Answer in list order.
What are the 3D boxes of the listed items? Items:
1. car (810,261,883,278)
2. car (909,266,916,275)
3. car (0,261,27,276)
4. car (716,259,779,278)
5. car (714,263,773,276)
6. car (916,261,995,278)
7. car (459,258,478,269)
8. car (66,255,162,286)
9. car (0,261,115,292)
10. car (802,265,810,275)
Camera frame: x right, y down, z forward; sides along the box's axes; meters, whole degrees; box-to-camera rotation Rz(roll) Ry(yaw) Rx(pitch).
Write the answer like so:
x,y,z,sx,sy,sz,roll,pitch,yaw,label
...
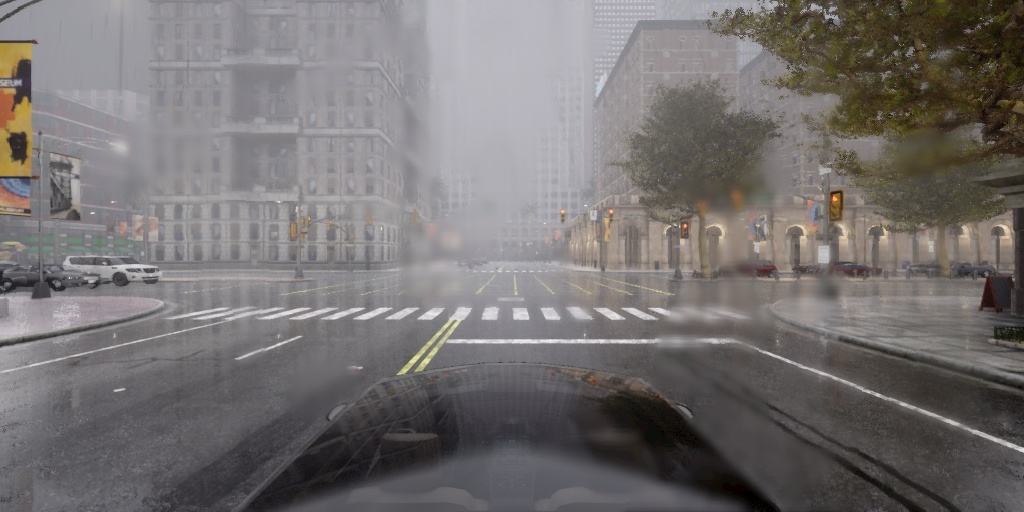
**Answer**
x,y,z,sx,sy,sz,roll,pitch,yaw,label
30.373,1.351,32.441,4.718,1.301,1.895,0,0,0,car
42.787,1.241,35.867,4.902,1.511,2.128,0,0,1,car
-52.547,1.255,36.911,4.892,1.490,1.837,0,0,20,car
21.385,1.102,32.485,4.553,1.767,2.097,0,0,0,car
23.146,1.351,35.977,4.718,1.301,1.895,0,0,0,car
40.360,1.241,32.385,4.902,1.511,2.128,0,0,1,car
-7.129,1.241,56.355,2.128,1.511,4.902,0,0,0,car
-27.387,0.971,24.547,5.566,2.045,2.150,0,0,2,car
-27.066,1.242,21.030,4.902,1.511,2.128,0,0,0,car
32.469,1.255,35.931,4.892,1.490,1.837,0,0,0,car
